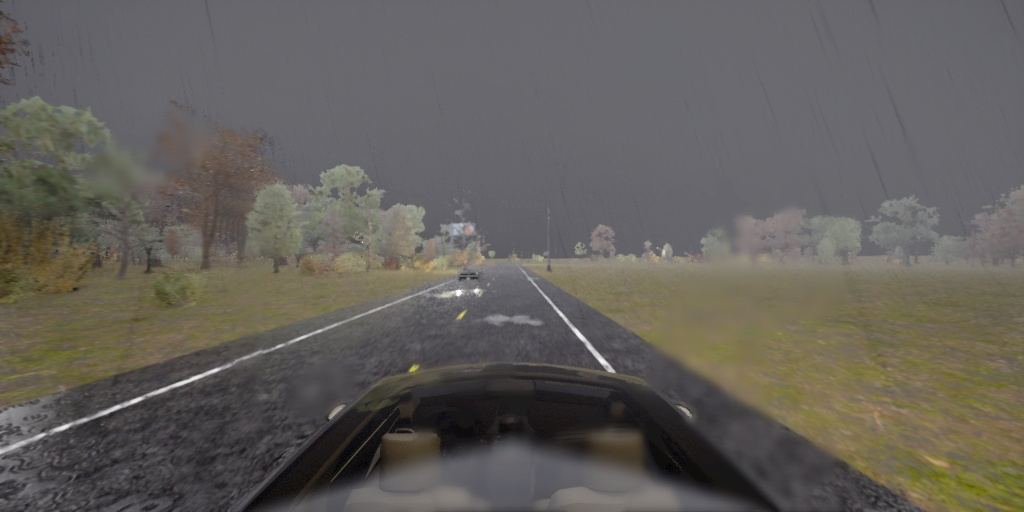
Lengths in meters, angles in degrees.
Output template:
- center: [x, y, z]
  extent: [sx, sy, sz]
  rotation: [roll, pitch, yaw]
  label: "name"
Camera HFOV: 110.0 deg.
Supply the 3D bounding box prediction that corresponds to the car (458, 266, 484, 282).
- center: [-3.605, 1.557, 31.734]
  extent: [1.895, 1.301, 4.718]
  rotation: [0, 0, 0]
  label: "car"
